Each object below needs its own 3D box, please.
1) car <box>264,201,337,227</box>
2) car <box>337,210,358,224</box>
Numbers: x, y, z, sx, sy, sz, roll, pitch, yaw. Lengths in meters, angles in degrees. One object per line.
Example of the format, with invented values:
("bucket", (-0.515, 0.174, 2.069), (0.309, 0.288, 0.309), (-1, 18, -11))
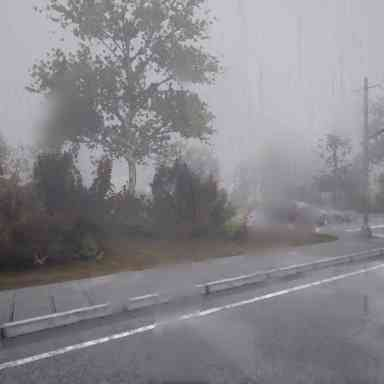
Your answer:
("car", (7.432, 1.426, 23.655), (2.097, 1.767, 4.553), (0, -1, -38))
("car", (10.226, 1.675, 25.857), (1.895, 1.301, 4.718), (0, -1, -39))
